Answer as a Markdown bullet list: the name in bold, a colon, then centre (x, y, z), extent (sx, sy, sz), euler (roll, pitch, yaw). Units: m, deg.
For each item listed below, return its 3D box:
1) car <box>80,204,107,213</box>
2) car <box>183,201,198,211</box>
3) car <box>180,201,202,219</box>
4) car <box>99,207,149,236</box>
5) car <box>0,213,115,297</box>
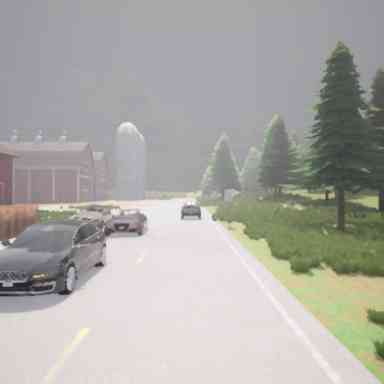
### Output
- **car**: centre (-6.565, 1.605, 22.520), extent (1.816, 1.474, 4.193), euler (6, -1, -3)
- **car**: centre (-0.147, 1.877, 45.475), extent (1.895, 1.301, 4.718), euler (0, 0, 0)
- **car**: centre (-0.075, 1.682, 31.311), extent (2.128, 1.511, 4.902), euler (0, 0, 0)
- **car**: centre (-3.672, 1.689, 19.280), extent (1.994, 1.385, 4.181), euler (0, 0, 0)
- **car**: centre (-3.632, 1.566, 8.950), extent (1.837, 1.490, 4.892), euler (0, 0, -1)
